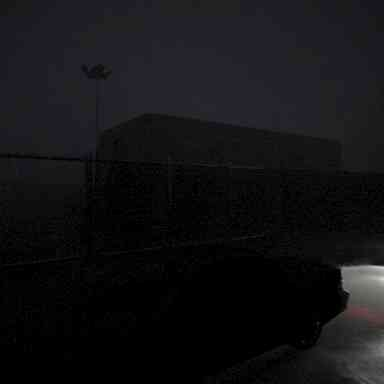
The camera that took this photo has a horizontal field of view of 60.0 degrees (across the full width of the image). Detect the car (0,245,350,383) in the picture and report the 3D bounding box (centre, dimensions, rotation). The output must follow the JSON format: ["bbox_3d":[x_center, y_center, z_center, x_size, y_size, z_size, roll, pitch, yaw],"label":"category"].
[{"bbox_3d":[0.050,1.534,4.643,5.357,1.411,2.033,0,0,-36],"label":"car"}]
